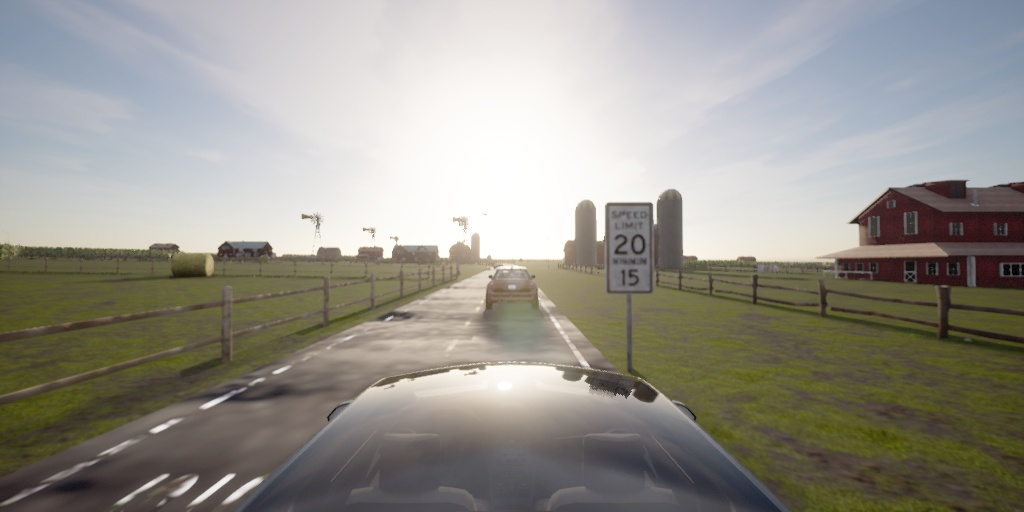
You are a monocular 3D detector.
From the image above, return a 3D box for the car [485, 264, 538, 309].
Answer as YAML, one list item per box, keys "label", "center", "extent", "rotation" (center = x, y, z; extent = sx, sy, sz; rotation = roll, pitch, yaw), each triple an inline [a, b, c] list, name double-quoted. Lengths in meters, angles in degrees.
- label: "car"
  center: [0.001, 1.242, 15.932]
  extent: [2.097, 1.767, 4.553]
  rotation: [0, -1, 0]
